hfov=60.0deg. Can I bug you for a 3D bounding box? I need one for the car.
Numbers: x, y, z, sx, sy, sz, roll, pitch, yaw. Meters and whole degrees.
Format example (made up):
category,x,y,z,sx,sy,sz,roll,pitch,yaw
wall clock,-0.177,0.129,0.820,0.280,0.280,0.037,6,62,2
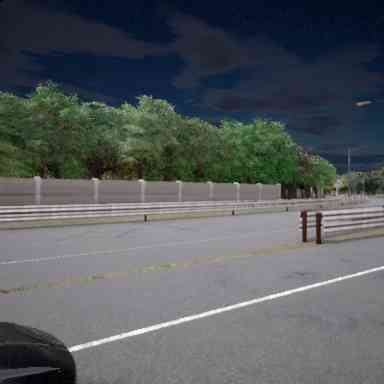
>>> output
category,x,y,z,sx,sy,sz,roll,pitch,yaw
car,-3.147,1.478,1.626,5.008,1.535,1.882,0,0,-35
